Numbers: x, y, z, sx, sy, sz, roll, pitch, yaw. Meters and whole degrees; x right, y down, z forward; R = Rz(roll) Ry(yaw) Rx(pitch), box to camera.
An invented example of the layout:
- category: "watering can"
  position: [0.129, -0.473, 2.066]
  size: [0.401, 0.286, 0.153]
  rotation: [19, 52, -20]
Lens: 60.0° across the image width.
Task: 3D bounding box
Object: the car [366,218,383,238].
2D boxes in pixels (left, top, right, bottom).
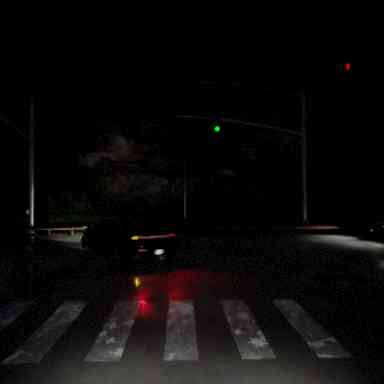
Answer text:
- category: "car"
  position: [10.758, 1.518, 15.734]
  size: [4.674, 1.442, 1.812]
  rotation: [0, -1, -2]

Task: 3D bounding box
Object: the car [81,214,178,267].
- category: "car"
  position: [-2.342, 1.521, 11.664]
  size: [2.128, 1.511, 4.902]
  rotation: [1, -1, -35]
